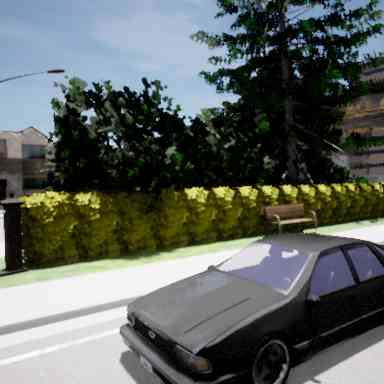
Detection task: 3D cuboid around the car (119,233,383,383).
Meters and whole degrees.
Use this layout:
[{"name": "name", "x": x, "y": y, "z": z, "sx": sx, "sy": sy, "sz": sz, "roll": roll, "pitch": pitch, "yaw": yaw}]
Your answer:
[{"name": "car", "x": 1.694, "y": 1.408, "z": 5.116, "sx": 5.357, "sy": 1.411, "sz": 2.033, "roll": -2, "pitch": 1, "yaw": -34}]
